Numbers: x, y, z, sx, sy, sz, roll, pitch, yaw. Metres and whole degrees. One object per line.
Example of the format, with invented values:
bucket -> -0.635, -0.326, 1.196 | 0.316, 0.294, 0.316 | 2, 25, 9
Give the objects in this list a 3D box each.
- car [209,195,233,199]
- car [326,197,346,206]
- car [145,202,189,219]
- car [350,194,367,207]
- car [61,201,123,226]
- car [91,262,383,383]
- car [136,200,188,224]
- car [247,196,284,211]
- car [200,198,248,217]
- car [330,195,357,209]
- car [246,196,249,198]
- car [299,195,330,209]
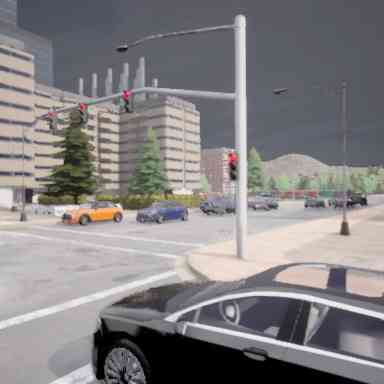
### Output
car -> 3.158, 1.378, 39.680 | 2.150, 2.045, 5.566 | -1, 0, 36
car -> 24.914, 1.652, 57.373 | 2.033, 1.411, 5.357 | -1, 0, 36
car -> -2.371, 1.720, 32.070 | 1.994, 1.385, 4.181 | -1, 0, 36
car -> 27.092, 1.299, 54.418 | 2.150, 2.045, 5.566 | -1, 0, 36
car -> -7.498, 1.508, 25.135 | 2.097, 1.767, 4.553 | -1, 0, 37
car -> 1.030, 1.499, 3.286 | 4.902, 1.511, 2.128 | -1, 0, 35
car -> -2.310, 1.481, 26.212 | 2.097, 1.767, 4.553 | -1, 0, 36
car -> 9.381, 1.622, 42.273 | 2.128, 1.511, 4.902 | -1, 0, 36
car -> 3.263, 1.677, 33.875 | 2.033, 1.411, 5.357 | -1, 0, 36
car -> 21.035, 1.555, 46.085 | 1.882, 1.535, 5.008 | -1, 0, 36
car -> 9.193, 1.682, 47.939 | 1.812, 1.442, 4.674 | -1, 0, 36
car -> 17.321, 1.594, 46.925 | 2.128, 1.511, 4.902 | -1, 0, 36
